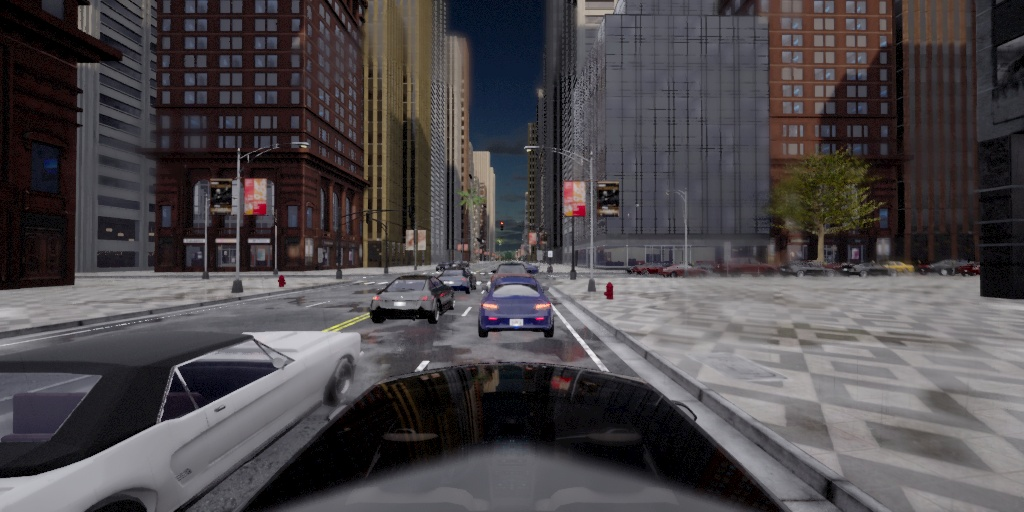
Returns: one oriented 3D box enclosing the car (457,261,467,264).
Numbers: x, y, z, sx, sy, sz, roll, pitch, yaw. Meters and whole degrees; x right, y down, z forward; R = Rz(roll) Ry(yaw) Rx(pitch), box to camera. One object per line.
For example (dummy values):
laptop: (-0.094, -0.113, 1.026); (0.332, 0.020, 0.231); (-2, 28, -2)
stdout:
car: (-9.861, 1.545, 63.138); (2.128, 1.511, 4.902); (0, 0, 0)

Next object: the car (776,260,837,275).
car: (31.314, 1.242, 38.185); (5.008, 1.535, 1.882); (0, -1, -1)

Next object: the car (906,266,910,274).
car: (43.181, 1.296, 41.129); (4.829, 1.417, 1.751); (0, 0, -1)

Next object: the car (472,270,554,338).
car: (0.099, 1.284, 10.124); (1.812, 1.442, 4.674); (0, 0, 0)

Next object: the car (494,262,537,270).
car: (-0.012, 1.135, 19.110); (2.097, 1.767, 4.553); (0, 0, 0)

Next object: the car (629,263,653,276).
car: (15.280, 1.414, 37.925); (4.718, 1.301, 1.895); (0, -1, -1)

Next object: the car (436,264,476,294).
car: (-3.164, 1.353, 20.504); (1.994, 1.385, 4.181); (0, 0, 0)

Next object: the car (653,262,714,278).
car: (15.295, 1.327, 32.150); (4.207, 1.307, 1.802); (0, 0, -1)

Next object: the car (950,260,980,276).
car: (43.484, 1.214, 32.608); (4.507, 1.381, 1.888); (0, 0, -1)

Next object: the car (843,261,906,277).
car: (32.208, 1.260, 32.425); (4.313, 1.339, 1.948); (0, 0, -1)

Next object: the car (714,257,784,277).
car: (20.934, 1.041, 32.242); (5.009, 1.841, 2.192); (0, 0, -1)

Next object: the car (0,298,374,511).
car: (-3.155, 1.351, 3.293); (1.895, 1.301, 4.718); (0, 0, 0)

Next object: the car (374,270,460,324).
car: (-3.158, 1.327, 12.116); (1.994, 1.385, 4.181); (0, 0, 0)

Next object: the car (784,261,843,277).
car: (26.571, 1.276, 32.333); (4.313, 1.339, 1.948); (0, 0, -1)

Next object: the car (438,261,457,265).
car: (-9.877, 1.544, 52.852); (1.994, 1.385, 4.181); (0, 0, 0)

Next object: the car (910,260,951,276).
car: (42.776, 1.206, 35.222); (4.892, 1.490, 1.837); (0, -1, -1)

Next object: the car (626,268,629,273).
car: (15.159, 1.412, 40.674); (4.313, 1.339, 1.948); (0, 0, -1)
